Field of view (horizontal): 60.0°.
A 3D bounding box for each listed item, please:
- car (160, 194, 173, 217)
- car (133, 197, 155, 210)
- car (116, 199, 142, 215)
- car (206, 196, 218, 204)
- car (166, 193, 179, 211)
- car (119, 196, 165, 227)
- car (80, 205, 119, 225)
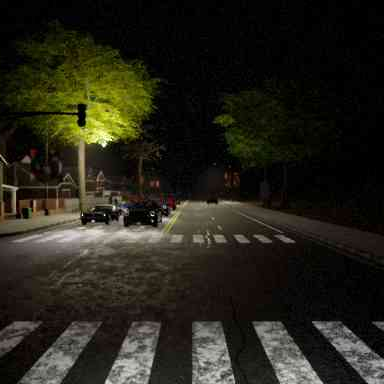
[{"bbox_3d":[-3.190,1.344,31.400,2.097,1.767,4.553,0,0,0],"label":"car"},{"bbox_3d":[-6.364,1.485,44.652,2.128,1.511,4.902,0,0,1],"label":"car"},{"bbox_3d":[-6.415,1.518,34.211,1.812,1.442,4.674,0,0,0],"label":"car"},{"bbox_3d":[3.655,1.502,61.477,1.837,1.490,4.892,0,0,0],"label":"car"},{"bbox_3d":[-3.135,1.214,41.943,2.150,2.045,5.566,0,0,0],"label":"car"},{"bbox_3d":[-3.235,1.345,22.542,2.097,1.767,4.553,0,0,0],"label":"car"},{"bbox_3d":[-6.476,1.594,24.040,1.895,1.301,4.718,0,0,0],"label":"car"}]
